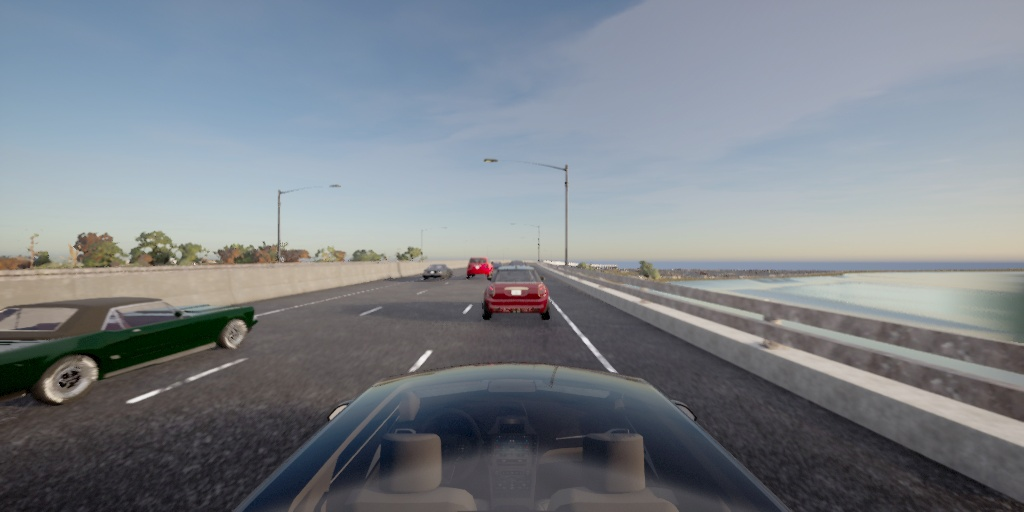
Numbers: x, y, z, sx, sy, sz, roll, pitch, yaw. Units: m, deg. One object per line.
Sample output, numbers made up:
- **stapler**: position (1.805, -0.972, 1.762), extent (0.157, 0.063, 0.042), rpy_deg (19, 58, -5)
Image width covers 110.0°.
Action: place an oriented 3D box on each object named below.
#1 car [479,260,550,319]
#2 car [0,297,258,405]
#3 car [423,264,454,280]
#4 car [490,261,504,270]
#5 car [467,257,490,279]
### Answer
- **car**: position (0.149, 1.147, 13.091), extent (2.097, 1.767, 4.553), rpy_deg (0, 0, 0)
- **car**: position (-6.893, 1.367, 6.245), extent (1.895, 1.301, 4.718), rpy_deg (0, 0, 0)
- **car**: position (-6.621, 1.432, 32.488), extent (2.033, 1.411, 5.357), rpy_deg (0, 0, 1)
- **car**: position (-2.434, 1.591, 58.598), extent (1.994, 1.385, 4.181), rpy_deg (0, 0, 2)
- **car**: position (-3.064, 1.120, 35.021), extent (2.150, 2.045, 5.566), rpy_deg (0, 0, 1)
